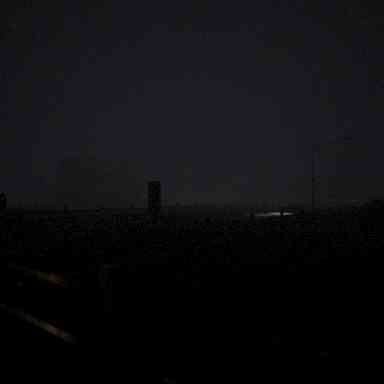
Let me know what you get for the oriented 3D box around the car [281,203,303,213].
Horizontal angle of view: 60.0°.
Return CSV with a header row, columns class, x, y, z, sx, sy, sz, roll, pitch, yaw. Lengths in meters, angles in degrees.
class,x,y,z,sx,sy,sz,roll,pitch,yaw
car,14.849,2.331,49.271,1.895,1.301,4.718,-1,-1,36
